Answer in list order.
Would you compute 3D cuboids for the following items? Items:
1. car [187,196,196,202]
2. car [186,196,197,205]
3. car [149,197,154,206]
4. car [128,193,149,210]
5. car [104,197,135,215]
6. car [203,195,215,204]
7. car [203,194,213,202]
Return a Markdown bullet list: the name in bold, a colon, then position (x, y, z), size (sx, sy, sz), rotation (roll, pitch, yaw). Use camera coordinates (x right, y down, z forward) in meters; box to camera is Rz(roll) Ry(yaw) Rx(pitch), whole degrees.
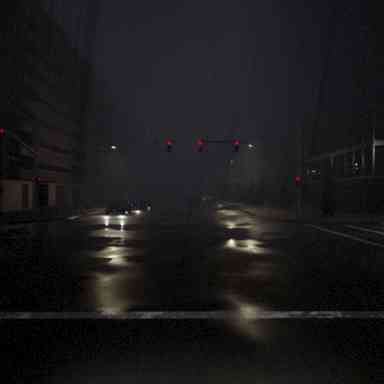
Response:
- **car**: position (-0.021, 1.533, 74.758), size (2.033, 1.411, 5.357), rotation (0, 0, 1)
- **car**: position (-0.069, 1.540, 59.759), size (2.033, 1.411, 5.357), rotation (0, 0, 0)
- **car**: position (-7.337, 1.542, 54.466), size (2.033, 1.411, 5.357), rotation (0, 0, 1)
- **car**: position (-7.449, 1.217, 44.002), size (2.150, 2.045, 5.566), rotation (0, 0, 1)
- **car**: position (-7.464, 1.522, 34.092), size (1.812, 1.442, 4.674), rotation (0, 0, 0)
- **car**: position (3.465, 1.485, 64.580), size (2.128, 1.511, 4.902), rotation (0, 0, 1)
- **car**: position (3.470, 1.348, 74.445), size (2.097, 1.767, 4.553), rotation (0, 0, 1)
